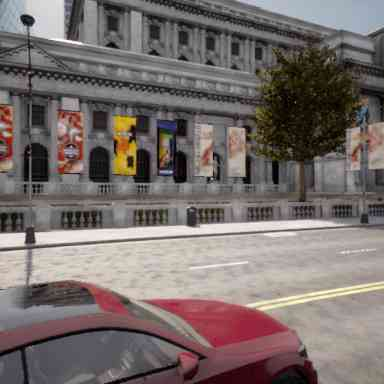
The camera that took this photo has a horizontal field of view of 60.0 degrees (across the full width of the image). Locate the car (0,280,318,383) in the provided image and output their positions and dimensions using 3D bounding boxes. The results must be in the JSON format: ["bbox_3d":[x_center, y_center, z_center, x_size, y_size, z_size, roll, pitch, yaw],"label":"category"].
[{"bbox_3d":[-0.983,1.526,2.737,4.674,1.442,1.812,0,0,-34],"label":"car"}]
